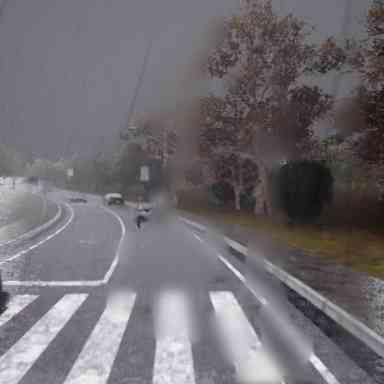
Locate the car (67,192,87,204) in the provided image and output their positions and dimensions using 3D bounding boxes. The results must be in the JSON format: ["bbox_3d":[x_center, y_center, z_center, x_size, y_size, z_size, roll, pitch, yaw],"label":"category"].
[{"bbox_3d":[-14.756,0.744,42.662,1.994,1.385,4.181,1,2,-28],"label":"car"}]

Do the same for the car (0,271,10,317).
[{"bbox_3d":[-3.743,1.558,2.984,2.033,1.411,5.357,0,0,-3],"label":"car"}]

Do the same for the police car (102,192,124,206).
[{"bbox_3d":[-9.719,0.825,40.863,1.930,1.638,5.238,1,2,-26],"label":"police car"}]

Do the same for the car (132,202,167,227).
[{"bbox_3d":[-2.881,1.382,22.076,2.128,1.511,4.902,1,1,-14],"label":"car"}]
